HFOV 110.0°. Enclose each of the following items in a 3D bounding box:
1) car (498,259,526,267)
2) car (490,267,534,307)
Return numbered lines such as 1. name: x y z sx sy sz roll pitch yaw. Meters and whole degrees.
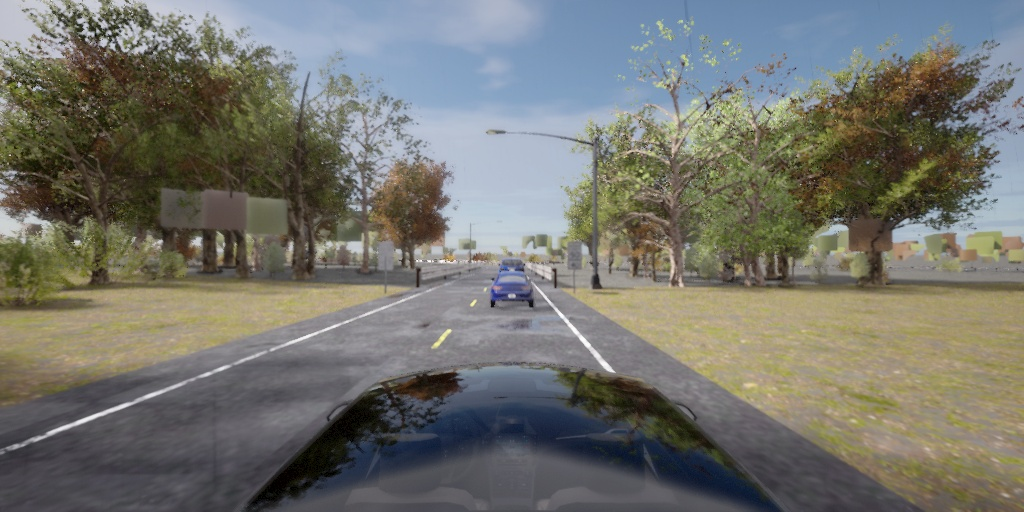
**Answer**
1. car: 0.001 1.242 30.851 2.150 2.045 5.566 0 0 0
2. car: 0.006 1.413 16.249 1.812 1.442 4.674 0 0 0
